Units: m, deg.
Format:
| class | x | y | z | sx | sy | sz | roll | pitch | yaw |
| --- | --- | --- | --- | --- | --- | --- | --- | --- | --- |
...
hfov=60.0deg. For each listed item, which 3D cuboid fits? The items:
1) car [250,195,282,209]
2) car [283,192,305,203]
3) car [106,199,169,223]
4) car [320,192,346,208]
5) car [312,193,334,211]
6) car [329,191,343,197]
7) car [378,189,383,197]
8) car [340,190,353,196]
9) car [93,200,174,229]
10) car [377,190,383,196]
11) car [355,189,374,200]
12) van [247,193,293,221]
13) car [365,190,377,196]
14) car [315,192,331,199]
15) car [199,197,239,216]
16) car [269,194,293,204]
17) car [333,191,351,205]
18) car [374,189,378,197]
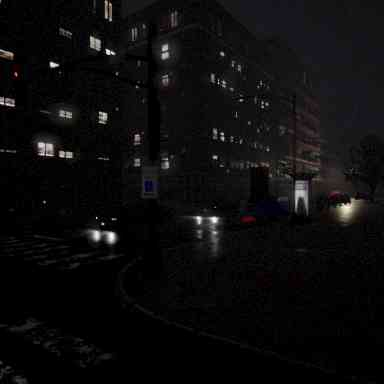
| class | x | y | z | sx | sy | sz | roll | pitch | yaw |
| --- | --- | --- | --- | --- | --- | --- | --- | --- | --- |
| car | 8.217 | 1.066 | 36.519 | 1.994 | 1.385 | 4.181 | 0 | 1 | 35 |
| car | 15.783 | 0.801 | 51.341 | 1.752 | 1.417 | 4.829 | 1 | 1 | 36 |
| car | -3.804 | 1.283 | 23.909 | 1.887 | 1.381 | 4.507 | 1 | 1 | 36 |
| car | 15.576 | 0.979 | 37.490 | 1.887 | 1.381 | 4.507 | 1 | 1 | 36 |
| car | 12.292 | 1.078 | 32.891 | 1.947 | 1.339 | 4.313 | 1 | 1 | 36 |
| car | 32.286 | 0.428 | 74.454 | 1.887 | 1.381 | 4.507 | 1 | 1 | 36 |
| car | 41.851 | 0.356 | 74.289 | 1.887 | 1.381 | 4.507 | 1 | 1 | 36 |
| car | 38.848 | 0.278 | 83.644 | 2.008 | 1.369 | 4.403 | 1 | 1 | 36 |
| car | -3.335 | 1.323 | 20.343 | 2.033 | 1.411 | 5.357 | 0 | 1 | 36 |
| car | 45.135 | 0.315 | 78.889 | 1.802 | 1.307 | 4.206 | 1 | 1 | 36 |
| car | 28.714 | 0.564 | 55.888 | 1.967 | 1.590 | 4.097 | 1 | 1 | 36 |
| van | 5.724 | 1.009 | 23.687 | 1.690 | 1.788 | 3.998 | 1 | 1 | 36 |
| car | 44.241 | 0.216 | 82.067 | 1.994 | 1.385 | 4.181 | 0 | 1 | 36 |
| car | 25.724 | 0.621 | 65.265 | 1.802 | 1.307 | 4.206 | 1 | 1 | 36 |
| car | 2.418 | 1.165 | 28.398 | 1.812 | 1.442 | 4.674 | 0 | 1 | 35 |
| car | 12.601 | 0.933 | 46.885 | 1.802 | 1.307 | 4.206 | 1 | 1 | 36 |
| car | 18.861 | 0.923 | 42.091 | 1.947 | 1.339 | 4.313 | 1 | 1 | 36 |
| car | 31.998 | 0.590 | 60.490 | 1.887 | 1.381 | 4.507 | 1 | 1 | 36 |
